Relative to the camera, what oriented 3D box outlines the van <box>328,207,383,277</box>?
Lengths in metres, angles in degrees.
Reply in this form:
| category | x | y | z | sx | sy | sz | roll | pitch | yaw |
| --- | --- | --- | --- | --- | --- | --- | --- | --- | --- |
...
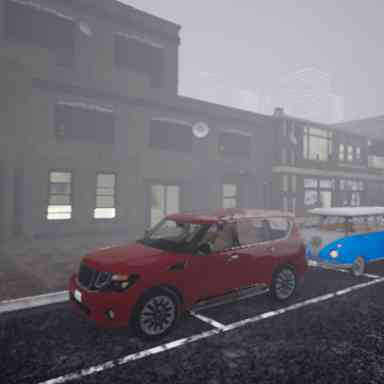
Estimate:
| category | x | y | z | sx | sy | sz | roll | pitch | yaw |
| --- | --- | --- | --- | --- | --- | --- | --- | --- | --- |
| van | 4.898 | 1.353 | 9.996 | 3.998 | 1.788 | 1.690 | 0 | 1 | -35 |

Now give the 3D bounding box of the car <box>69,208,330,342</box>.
| category | x | y | z | sx | sy | sz | roll | pitch | yaw |
| --- | --- | --- | --- | --- | --- | --- | --- | --- | --- |
| car | 0.260 | 1.320 | 6.706 | 5.009 | 1.841 | 2.192 | 0 | 1 | -35 |

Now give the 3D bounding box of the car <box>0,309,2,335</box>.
| category | x | y | z | sx | sy | sz | roll | pitch | yaw |
| --- | --- | --- | --- | --- | --- | --- | --- | --- | --- |
| car | -4.385 | 1.580 | 3.425 | 4.206 | 1.307 | 1.802 | 0 | 1 | -35 |
